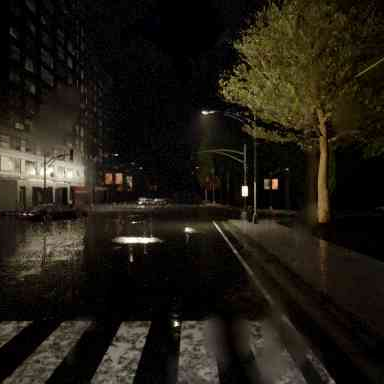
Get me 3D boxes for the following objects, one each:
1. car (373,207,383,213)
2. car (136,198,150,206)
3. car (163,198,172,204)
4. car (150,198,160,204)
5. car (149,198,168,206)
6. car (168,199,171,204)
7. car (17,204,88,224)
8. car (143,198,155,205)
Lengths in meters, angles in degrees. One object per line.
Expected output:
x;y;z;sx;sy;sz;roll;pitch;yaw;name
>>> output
42.449;4.001;74.974;5.357;1.411;2.033;4;-3;-45;car
-9.627;1.923;64.617;2.128;1.511;4.902;0;-1;1;car
-6.288;2.312;84.625;1.895;1.301;4.718;0;-1;0;car
-9.536;2.269;85.456;2.033;1.411;5.357;0;-1;0;car
-6.378;1.976;64.351;2.033;1.411;5.357;0;-1;1;car
-6.314;2.040;74.300;1.882;1.535;5.008;0;-1;0;car
-10.708;1.624;25.965;2.033;1.411;5.357;0;1;29;car
-9.563;2.111;74.913;2.033;1.411;5.357;0;-1;0;car
